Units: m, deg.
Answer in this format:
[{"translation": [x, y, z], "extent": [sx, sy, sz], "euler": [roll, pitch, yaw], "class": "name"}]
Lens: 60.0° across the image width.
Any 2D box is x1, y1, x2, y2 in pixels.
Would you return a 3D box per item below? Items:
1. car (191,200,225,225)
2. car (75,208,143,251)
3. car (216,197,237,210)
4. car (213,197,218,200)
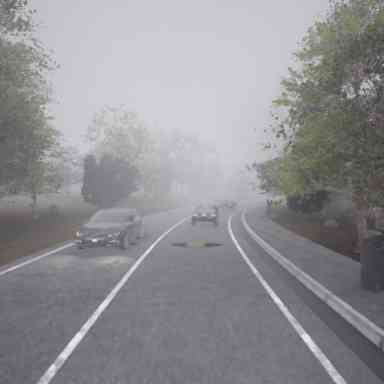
[{"translation": [1.067, 1.529, 23.904], "extent": [2.033, 1.411, 5.357], "euler": [1, 0, 7], "class": "car"}, {"translation": [-3.331, 1.471, 14.205], "extent": [1.837, 1.490, 4.892], "euler": [0, 0, 3], "class": "car"}, {"translation": [4.655, 1.605, 42.768], "extent": [1.895, 1.301, 4.718], "euler": [1, 0, 15], "class": "car"}, {"translation": [4.501, 1.502, 54.566], "extent": [1.994, 1.385, 4.181], "euler": [2, 0, 20], "class": "car"}]
